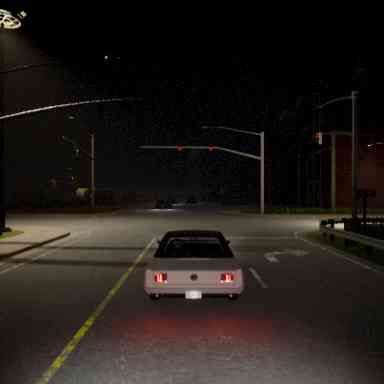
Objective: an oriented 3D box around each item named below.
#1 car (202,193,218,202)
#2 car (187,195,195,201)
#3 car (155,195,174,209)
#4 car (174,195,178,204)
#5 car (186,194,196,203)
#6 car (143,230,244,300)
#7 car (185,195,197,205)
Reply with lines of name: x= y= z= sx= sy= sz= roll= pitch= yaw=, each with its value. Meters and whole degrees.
car: x=3.951 y=1.127 z=72.909 sx=1.905 sy=1.878 sz=3.866 roll=-8 pitch=3 yaw=-42
car: x=-0.234 y=1.422 z=80.353 sx=2.033 sy=1.411 sz=5.357 roll=0 pitch=0 yaw=0
car: x=-3.725 y=1.513 z=44.522 sx=1.812 sy=1.442 sz=4.674 roll=0 pitch=1 yaw=0
car: x=-3.738 y=1.336 z=61.818 sx=2.097 sy=1.767 sz=4.553 roll=0 pitch=0 yaw=0
car: x=-0.207 y=1.337 z=71.124 sx=2.097 sy=1.767 sz=4.553 roll=0 pitch=0 yaw=0
car: x=0.043 y=1.599 z=8.325 sx=1.895 sy=1.301 sz=4.718 roll=0 pitch=0 yaw=0
car: x=-0.166 y=1.491 z=57.127 sx=1.837 sy=1.490 sz=4.892 roll=0 pitch=0 yaw=0
